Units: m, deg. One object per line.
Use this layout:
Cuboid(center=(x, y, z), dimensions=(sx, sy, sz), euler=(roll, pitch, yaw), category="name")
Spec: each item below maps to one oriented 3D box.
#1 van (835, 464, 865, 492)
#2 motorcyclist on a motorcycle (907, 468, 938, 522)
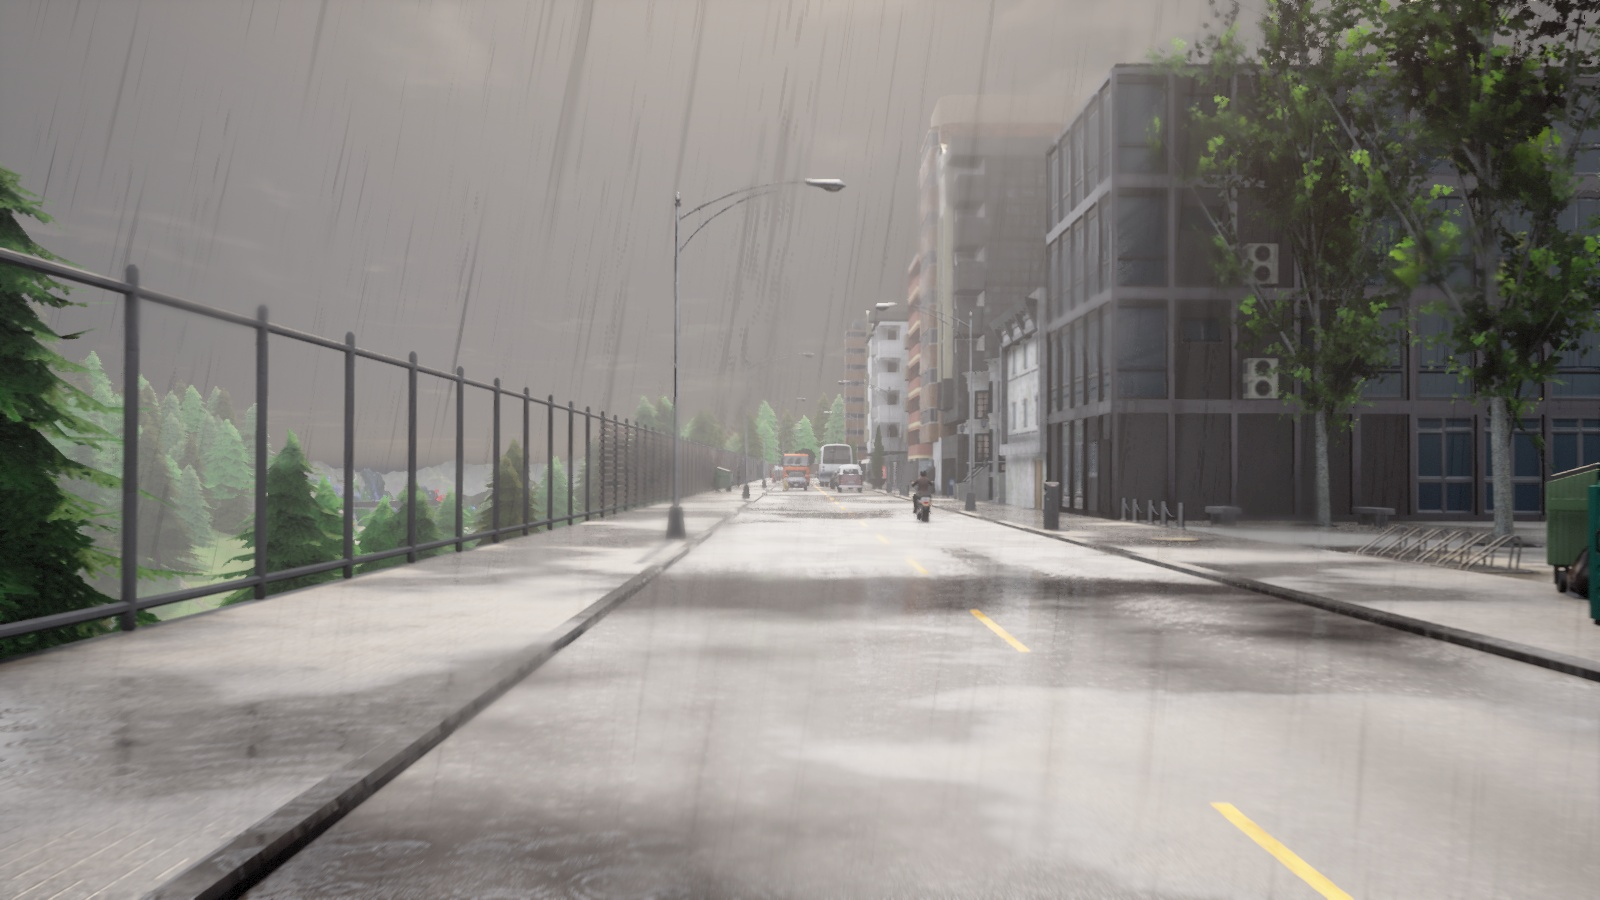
Cuboid(center=(3.733, 2.104, 94.406), dimensions=(2.069, 2.038, 4.480), euler=(0, -1, 0), category="van")
Cuboid(center=(3.886, 1.419, 39.969), dimensions=(0.766, 1.649, 2.350), euler=(0, -1, 0), category="motorcyclist on a motorcycle")
